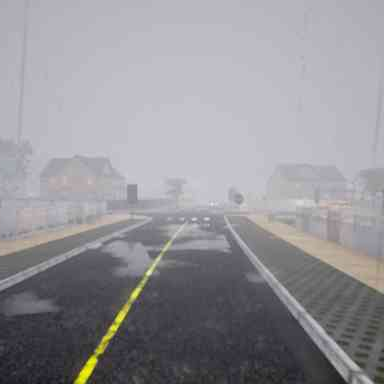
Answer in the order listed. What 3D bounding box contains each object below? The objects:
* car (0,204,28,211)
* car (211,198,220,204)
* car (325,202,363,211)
[{"bbox_3d":[-17.998,1.673,34.387,5.357,1.411,2.033,1,0,-12],"label":"car"},{"bbox_3d":[6.171,2.411,88.359,1.994,1.385,4.181,0,-1,11],"label":"car"},{"bbox_3d":[19.545,2.057,42.650,5.008,1.535,1.882,1,-1,-12],"label":"car"}]
